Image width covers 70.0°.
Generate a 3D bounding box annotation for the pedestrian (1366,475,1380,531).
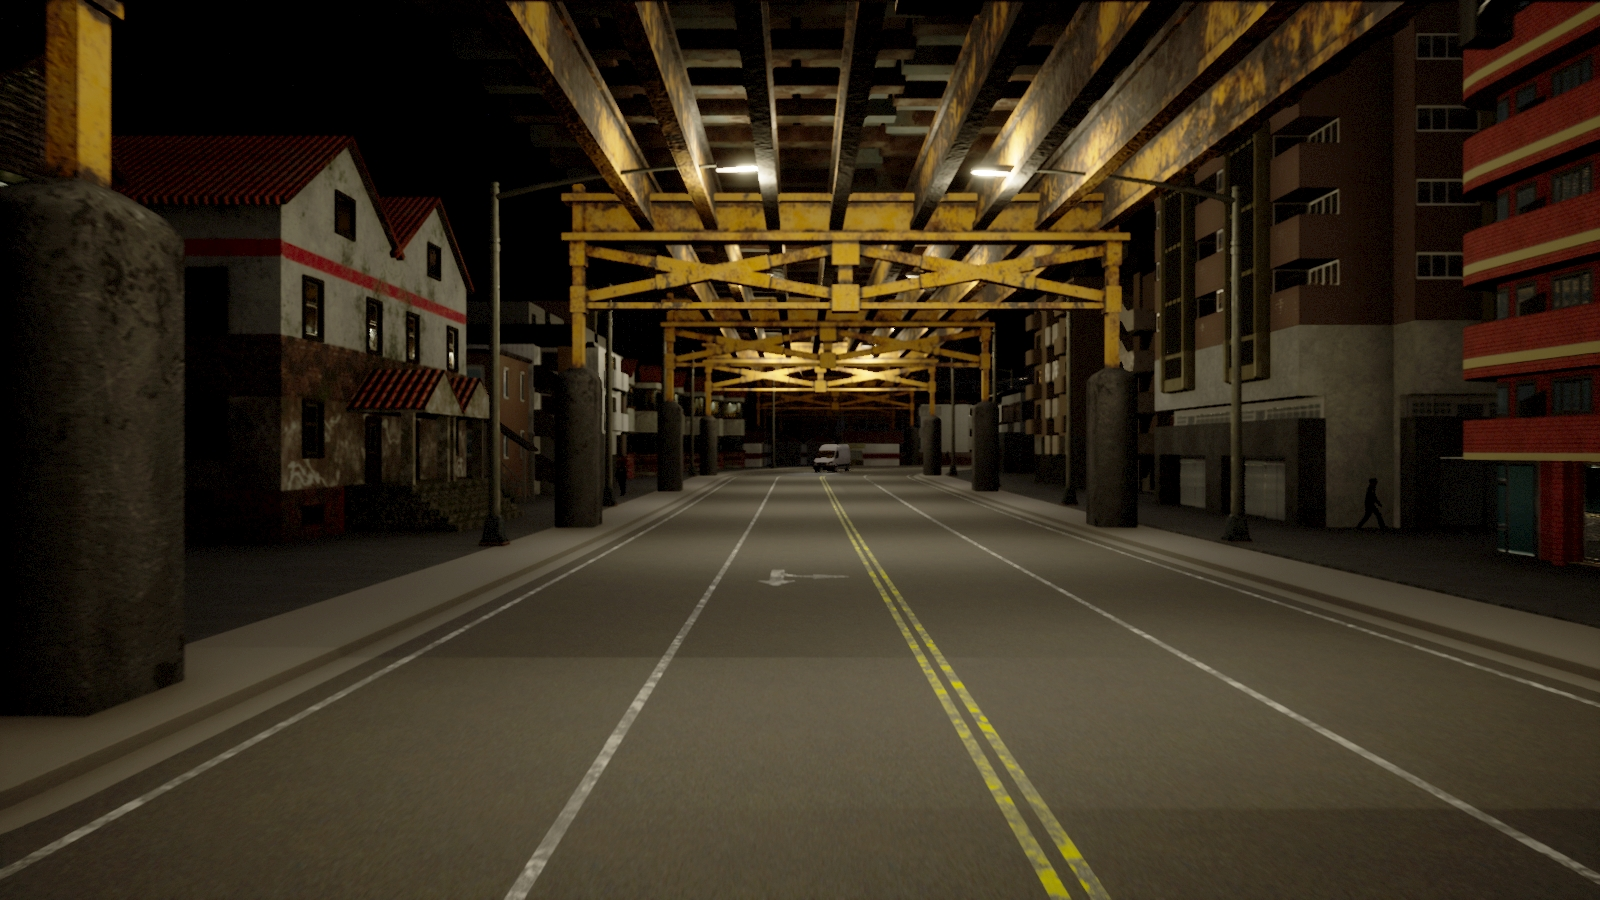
[{"bbox_3d":[19.292,1.783,38.474,0.375,1.860,0.375,0,0,23],"label":"pedestrian"}]
